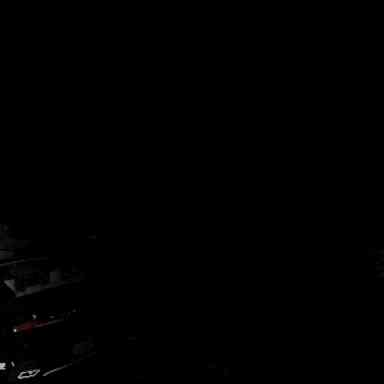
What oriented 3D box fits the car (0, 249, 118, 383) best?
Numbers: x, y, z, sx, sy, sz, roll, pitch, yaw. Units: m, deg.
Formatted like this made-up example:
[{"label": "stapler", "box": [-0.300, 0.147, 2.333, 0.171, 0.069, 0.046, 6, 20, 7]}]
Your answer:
[{"label": "car", "box": [-3.038, 1.573, 5.140, 4.403, 1.369, 2.008, 0, 0, 36]}]
